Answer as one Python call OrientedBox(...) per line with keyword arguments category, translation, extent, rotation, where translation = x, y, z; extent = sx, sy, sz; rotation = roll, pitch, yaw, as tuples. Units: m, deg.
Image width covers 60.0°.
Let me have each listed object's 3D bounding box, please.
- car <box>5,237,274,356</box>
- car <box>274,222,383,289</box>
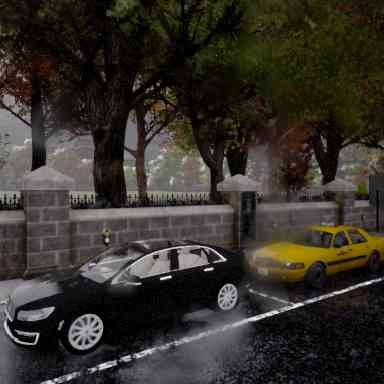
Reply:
OrientedBox(category="car", translation=(-0.834, 1.551, 5.970), extent=(4.403, 1.369, 2.008), rotation=(0, 0, -36))
OrientedBox(category="car", translation=(3.607, 1.526, 9.148), extent=(4.829, 1.417, 1.752), rotation=(0, 0, -36))
